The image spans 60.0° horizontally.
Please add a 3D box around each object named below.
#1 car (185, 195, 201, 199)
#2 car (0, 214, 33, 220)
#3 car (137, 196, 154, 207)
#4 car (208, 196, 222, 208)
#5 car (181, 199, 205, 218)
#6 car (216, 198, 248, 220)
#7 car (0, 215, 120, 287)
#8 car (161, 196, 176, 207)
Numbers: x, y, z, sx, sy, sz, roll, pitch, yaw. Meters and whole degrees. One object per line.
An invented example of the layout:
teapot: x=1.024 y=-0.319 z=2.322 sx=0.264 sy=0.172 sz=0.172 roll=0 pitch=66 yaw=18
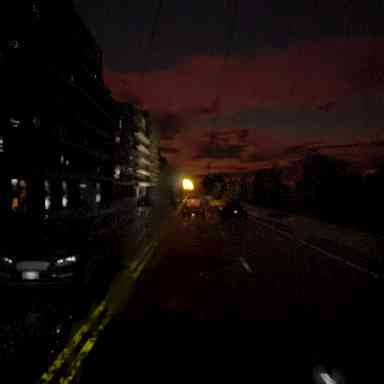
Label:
car: x=0.092 y=1.216 z=44.369 sx=2.097 sy=1.767 sz=4.553 roll=0 pitch=0 yaw=0
car: x=-6.581 y=1.509 z=11.961 sx=2.033 sy=1.411 sz=5.357 roll=0 pitch=0 yaw=0
car: x=-6.581 y=1.348 z=47.229 sx=2.128 sy=1.511 sz=4.902 roll=0 pitch=0 yaw=0
car: x=3.345 y=1.338 z=46.043 sx=1.882 sy=1.535 sz=5.008 roll=0 pitch=0 yaw=0
car: x=0.093 y=1.512 z=28.418 sx=1.895 sy=1.301 sz=4.718 roll=0 pitch=0 yaw=0
car: x=3.339 y=1.478 z=27.487 sx=1.994 sy=1.385 sz=4.181 roll=0 pitch=0 yaw=0
car: x=-3.337 y=1.461 z=9.347 sx=2.128 sy=1.511 sz=4.902 roll=0 pitch=0 yaw=0
car: x=-3.333 y=1.336 z=47.027 sx=1.882 sy=1.535 sz=5.008 roll=0 pitch=0 yaw=0
